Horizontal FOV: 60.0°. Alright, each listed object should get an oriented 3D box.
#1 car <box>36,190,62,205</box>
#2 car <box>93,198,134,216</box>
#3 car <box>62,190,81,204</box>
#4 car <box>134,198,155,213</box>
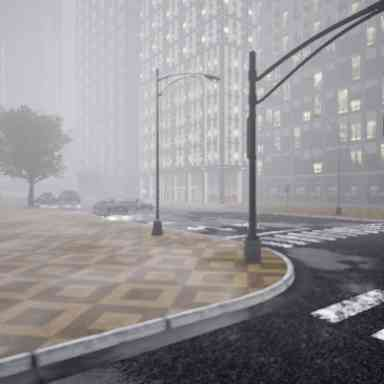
[{"bbox_3d":[-20.698,0.856,47.549,2.097,1.767,4.553,0,1,-36],"label":"car"},{"bbox_3d":[-7.129,1.265,29.209,1.994,1.385,4.181,0,1,-37],"label":"car"},{"bbox_3d":[-18.543,0.700,50.115,2.150,2.045,5.566,0,0,-37],"label":"car"},{"bbox_3d":[-5.517,1.283,32.482,1.895,1.301,4.718,0,1,-37],"label":"car"}]
